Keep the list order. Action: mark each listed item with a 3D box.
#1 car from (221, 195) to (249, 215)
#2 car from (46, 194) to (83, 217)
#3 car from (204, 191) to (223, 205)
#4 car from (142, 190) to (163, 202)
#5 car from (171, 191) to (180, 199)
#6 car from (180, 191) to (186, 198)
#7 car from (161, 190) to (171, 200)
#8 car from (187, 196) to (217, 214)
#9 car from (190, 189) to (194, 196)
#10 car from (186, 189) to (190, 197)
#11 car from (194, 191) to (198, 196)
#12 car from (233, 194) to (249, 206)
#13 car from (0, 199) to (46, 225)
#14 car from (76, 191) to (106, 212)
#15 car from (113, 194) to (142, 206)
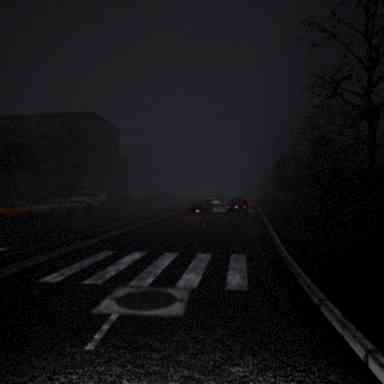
[{"bbox_3d":[3.952,1.217,29.010,2.033,1.411,5.357,0,1,9],"label":"car"},{"bbox_3d":[-11.520,1.197,27.654,1.946,1.575,5.366,0,1,9],"label":"car"},{"bbox_3d":[3.301,1.002,44.705,2.128,1.511,4.902,0,1,9],"label":"car"},{"bbox_3d":[-6.991,0.893,55.226,2.231,1.521,4.892,0,1,9],"label":"car"},{"bbox_3d":[-4.630,0.729,69.948,2.231,1.521,4.892,0,1,10],"label":"car"},{"bbox_3d":[-3.461,0.649,76.720,1.946,1.575,5.366,0,1,9],"label":"car"},{"bbox_3d":[-6.103,0.580,60.640,2.435,2.045,5.566,0,1,9],"label":"car"},{"bbox_3d":[0.834,1.279,30.059,1.895,1.301,4.718,0,1,10],"label":"car"},{"bbox_3d":[-1.670,0.527,87.623,1.946,1.575,5.366,0,1,9],"label":"car"},{"bbox_3d":[-2.531,0.463,82.384,2.185,1.767,4.553,0,1,9],"label":"car"},{"bbox_3d":[-0.751,0.216,93.227,2.435,2.045,5.566,0,1,9],"label":"car"},{"bbox_3d":[6.689,1.047,45.242,1.994,1.385,4.181,0,1,10],"label":"car"},{"bbox_3d":[-12.416,1.258,22.202,1.946,1.575,5.366,0,1,9],"label":"car"},{"bbox_3d":[-10.578,0.885,33.383,2.435,2.045,5.566,0,1,9],"label":"car"},{"bbox_3d":[-8.791,1.044,44.286,2.163,1.488,4.792,0,1,9],"label":"car"}]
